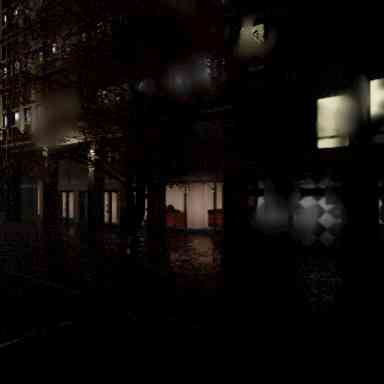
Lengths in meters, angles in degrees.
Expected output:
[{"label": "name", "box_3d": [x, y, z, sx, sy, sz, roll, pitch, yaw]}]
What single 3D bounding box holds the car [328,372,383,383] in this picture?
[{"label": "car", "box_3d": [2.424, 1.572, 1.155, 4.313, 1.339, 1.947, 0, 0, 35]}]
